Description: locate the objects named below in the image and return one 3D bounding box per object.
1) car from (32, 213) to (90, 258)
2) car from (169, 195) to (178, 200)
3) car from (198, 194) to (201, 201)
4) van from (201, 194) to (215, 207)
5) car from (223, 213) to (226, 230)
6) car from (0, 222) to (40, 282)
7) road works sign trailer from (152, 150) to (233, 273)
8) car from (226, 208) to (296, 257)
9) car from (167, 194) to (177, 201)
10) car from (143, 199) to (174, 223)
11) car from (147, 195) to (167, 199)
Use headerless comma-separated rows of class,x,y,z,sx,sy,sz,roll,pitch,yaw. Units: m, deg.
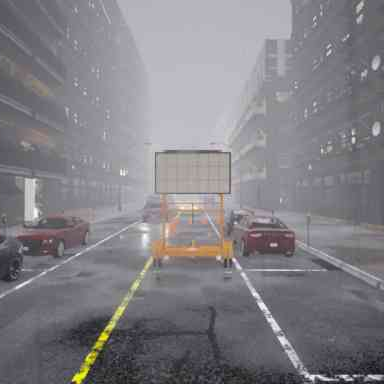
car,-5.278,1.548,12.771,1.887,1.381,4.507,1,0,0
car,-5.105,1.573,92.163,2.008,1.369,4.403,1,0,0
car,2.766,1.335,86.505,2.192,1.841,5.009,1,0,0
van,2.691,1.353,52.480,1.690,1.788,3.998,1,0,0
car,2.615,1.555,18.455,2.008,1.369,4.403,1,0,0
car,-5.291,1.568,7.100,1.947,1.339,4.313,1,0,0
road works sign trailer,0.028,0.467,10.636,2.380,3.560,2.880,0,0,0
car,2.602,1.548,12.784,1.887,1.381,4.507,1,0,0
car,-5.139,1.332,75.151,2.192,1.841,5.009,1,0,0
car,-2.693,1.531,26.078,1.812,1.442,4.674,0,0,0
car,-5.201,1.325,46.796,2.192,1.841,5.009,1,0,0
